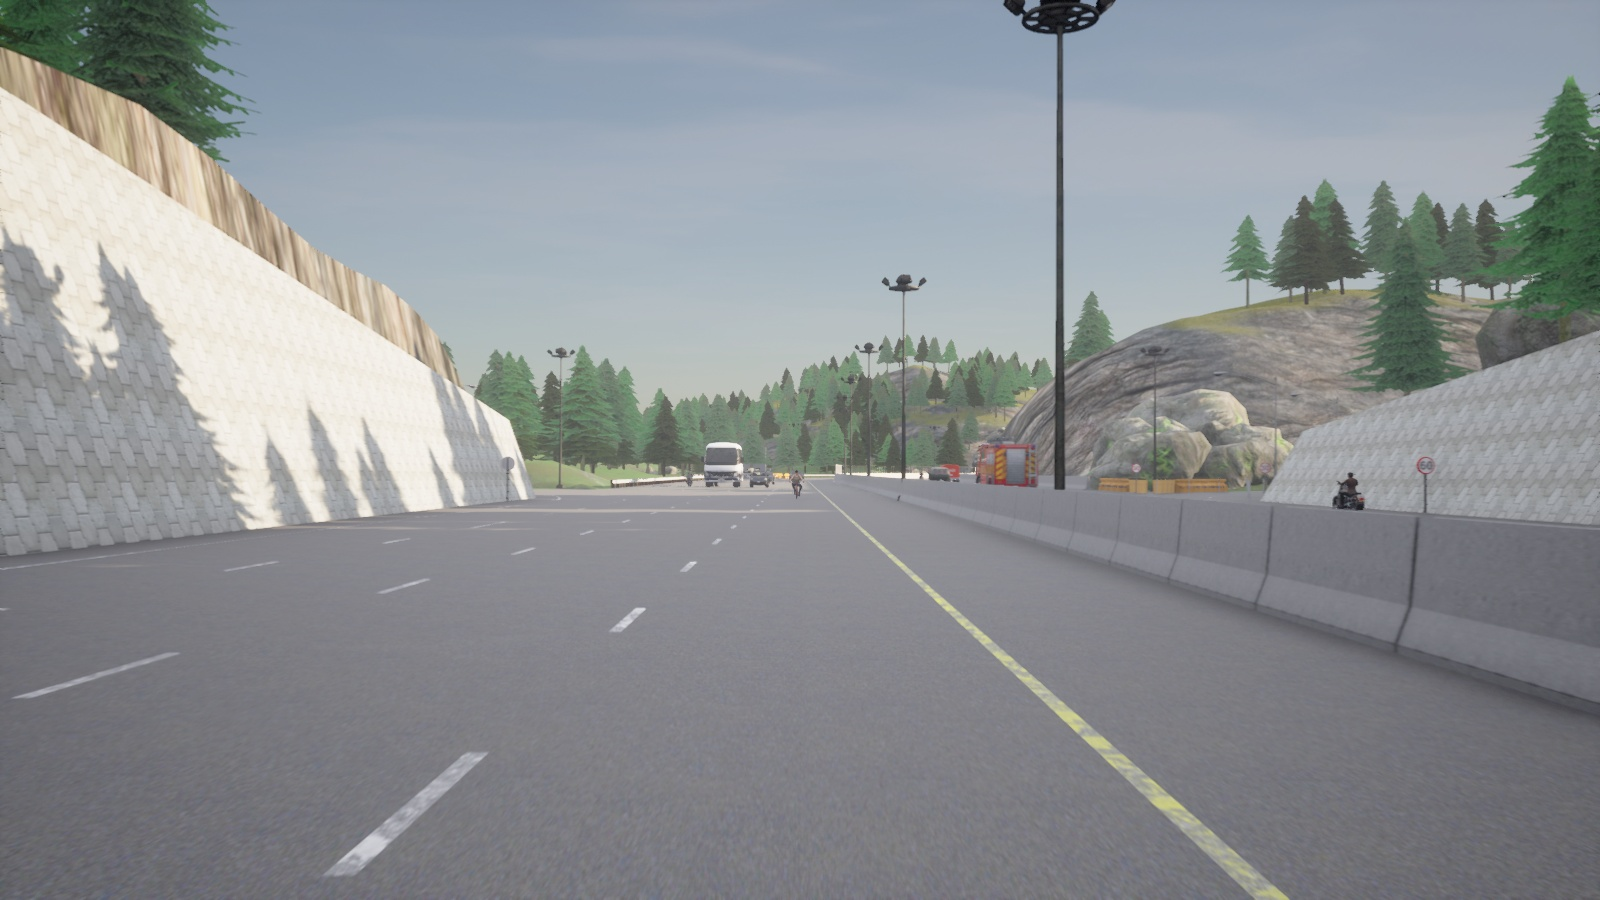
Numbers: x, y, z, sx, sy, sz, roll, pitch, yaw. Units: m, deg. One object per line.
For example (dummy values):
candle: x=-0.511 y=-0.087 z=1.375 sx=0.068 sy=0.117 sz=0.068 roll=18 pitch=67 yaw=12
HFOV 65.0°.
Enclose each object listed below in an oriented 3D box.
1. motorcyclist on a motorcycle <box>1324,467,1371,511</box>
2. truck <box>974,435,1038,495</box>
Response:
motorcyclist on a motorcycle: x=20.883 y=1.484 z=47.963 sx=0.766 sy=1.649 sz=2.350 roll=0 pitch=-1 yaw=0
truck: x=13.790 y=1.014 z=84.761 sx=2.891 sy=3.827 sz=8.468 roll=0 pitch=-1 yaw=0
